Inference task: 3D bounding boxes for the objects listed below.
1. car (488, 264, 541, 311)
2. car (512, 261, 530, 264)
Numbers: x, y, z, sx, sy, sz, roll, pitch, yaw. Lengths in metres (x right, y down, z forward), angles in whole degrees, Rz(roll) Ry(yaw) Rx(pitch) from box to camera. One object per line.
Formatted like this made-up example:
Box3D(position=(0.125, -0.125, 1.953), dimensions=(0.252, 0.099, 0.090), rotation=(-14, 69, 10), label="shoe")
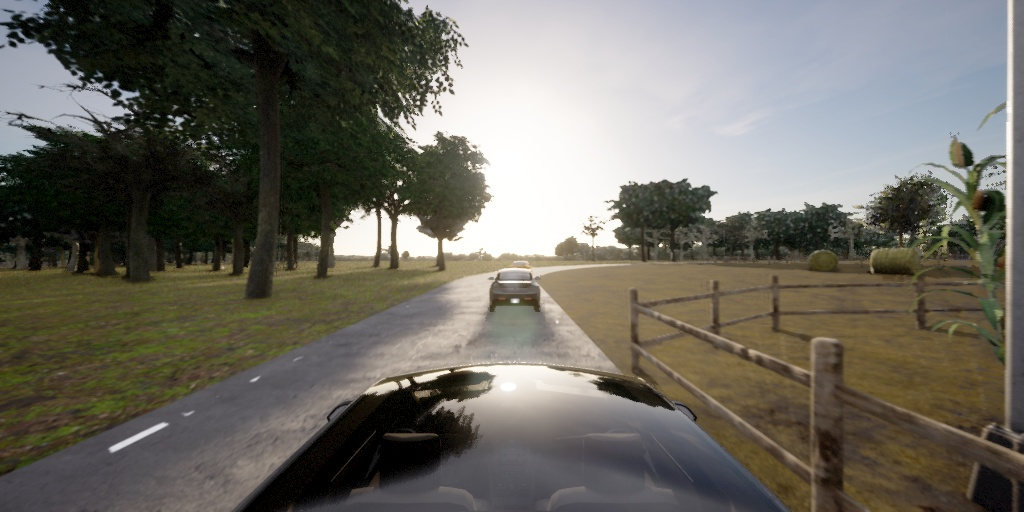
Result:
Box3D(position=(0.103, 1.250, 14.420), dimensions=(1.837, 1.490, 4.892), rotation=(0, 0, 0), label="car")
Box3D(position=(0.877, 1.177, 32.711), dimensions=(1.882, 1.535, 5.008), rotation=(0, 0, 8), label="car")
